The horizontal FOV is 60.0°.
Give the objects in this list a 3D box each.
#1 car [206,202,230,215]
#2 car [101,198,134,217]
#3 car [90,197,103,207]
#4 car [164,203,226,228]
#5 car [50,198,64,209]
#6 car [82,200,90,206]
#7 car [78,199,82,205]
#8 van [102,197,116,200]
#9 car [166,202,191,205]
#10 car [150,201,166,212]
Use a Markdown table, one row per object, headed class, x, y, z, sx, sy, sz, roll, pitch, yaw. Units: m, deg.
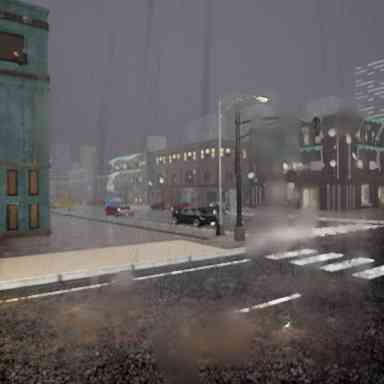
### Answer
| class | x | y | z | sx | sy | sz | roll | pitch | yaw |
| --- | --- | --- | --- | --- | --- | --- | --- | --- | --- |
| car | 2.252 | 1.750 | 35.859 | 2.008 | 1.369 | 4.403 | -2 | 0 | -35 |
| car | -7.787 | 1.809 | 35.533 | 1.967 | 1.590 | 4.097 | -2 | 0 | -35 |
| car | -16.942 | 1.880 | 62.965 | 2.192 | 1.841 | 5.009 | -2 | 0 | -35 |
| car | 0.134 | 1.778 | 24.137 | 1.947 | 1.339 | 4.313 | -2 | 0 | -35 |
| car | -23.676 | 2.195 | 57.983 | 1.752 | 1.417 | 4.829 | -2 | 0 | -35 |
| car | -20.134 | 2.168 | 67.483 | 1.887 | 1.381 | 4.507 | -2 | 0 | -35 |
| car | -26.529 | 2.304 | 76.519 | 1.947 | 1.339 | 4.313 | -2 | 0 | -35 |
| van | -13.743 | 1.847 | 58.447 | 1.690 | 1.788 | 3.998 | -2 | 0 | -35 |
| car | -0.945 | 1.844 | 40.377 | 1.802 | 1.307 | 4.206 | -2 | 0 | -35 |
| car | -4.142 | 1.907 | 44.895 | 1.802 | 1.307 | 4.206 | -2 | 0 | -35 |
